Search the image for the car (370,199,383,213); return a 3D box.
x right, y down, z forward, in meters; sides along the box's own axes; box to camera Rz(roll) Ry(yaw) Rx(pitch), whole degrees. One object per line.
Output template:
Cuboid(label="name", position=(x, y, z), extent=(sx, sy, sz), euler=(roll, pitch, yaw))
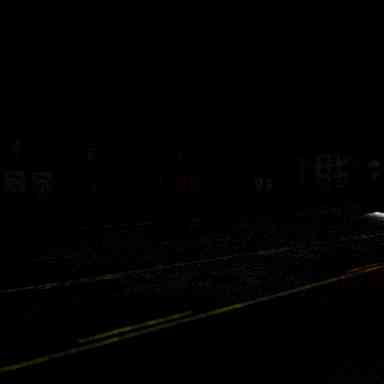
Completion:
Cuboid(label="car", position=(20.726, 1.487, 36.106), extent=(1.994, 1.385, 4.181), euler=(0, 0, 20))
